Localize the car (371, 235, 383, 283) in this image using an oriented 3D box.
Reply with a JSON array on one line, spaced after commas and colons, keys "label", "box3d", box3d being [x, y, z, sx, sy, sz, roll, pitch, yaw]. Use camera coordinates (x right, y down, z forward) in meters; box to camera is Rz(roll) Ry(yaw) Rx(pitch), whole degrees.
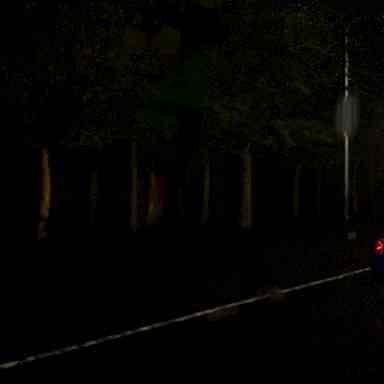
[{"label": "car", "box3d": [6.560, 1.341, 8.416, 4.553, 1.767, 2.097, 0, 0, -35]}]
